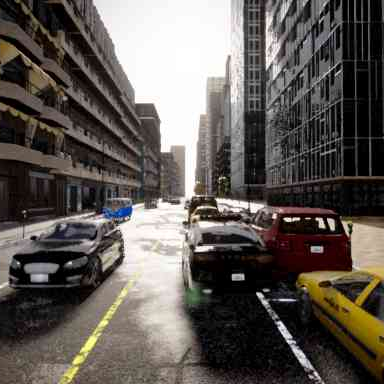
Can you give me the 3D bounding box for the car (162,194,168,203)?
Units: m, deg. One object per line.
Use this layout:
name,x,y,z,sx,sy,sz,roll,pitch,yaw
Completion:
car,-5.851,1.697,75.800,1.887,1.381,4.507,1,0,0

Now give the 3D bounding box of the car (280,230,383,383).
car,2.693,1.527,4.193,1.752,1.417,4.829,1,0,0

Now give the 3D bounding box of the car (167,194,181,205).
car,-3.142,1.585,62.843,1.882,1.535,5.008,0,0,0

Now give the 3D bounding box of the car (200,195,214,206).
car,2.570,1.412,59.251,2.192,1.841,5.009,1,0,0

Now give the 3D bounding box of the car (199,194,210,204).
car,2.544,1.447,70.297,2.192,1.841,5.009,1,0,0

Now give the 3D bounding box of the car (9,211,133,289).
car,-3.123,1.496,9.249,2.128,1.511,4.902,0,0,0

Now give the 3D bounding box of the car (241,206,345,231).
car,2.684,1.320,9.545,2.192,1.841,5.009,1,0,0

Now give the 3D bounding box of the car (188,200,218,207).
car,0.810,1.468,19.086,1.801,1.575,5.366,0,0,0

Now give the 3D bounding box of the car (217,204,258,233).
car,2.655,1.558,20.591,1.887,1.381,4.507,1,0,0

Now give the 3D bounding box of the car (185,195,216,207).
car,0.772,1.241,24.948,2.150,2.045,5.566,0,0,-1

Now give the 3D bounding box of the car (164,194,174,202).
car,-5.874,1.514,86.847,2.192,1.841,5.009,1,0,0

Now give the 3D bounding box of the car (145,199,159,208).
car,-5.789,1.648,48.186,1.802,1.307,4.206,1,0,0

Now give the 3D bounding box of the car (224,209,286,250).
car,2.668,1.574,15.067,1.947,1.339,4.313,1,0,0

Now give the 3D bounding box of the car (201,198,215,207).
car,2.579,1.647,53.727,1.947,1.339,4.313,1,0,0

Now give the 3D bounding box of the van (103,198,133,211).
van,-5.734,1.362,26.096,1.690,1.788,3.998,1,0,0

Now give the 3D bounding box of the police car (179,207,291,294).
police car,0.718,1.429,8.957,1.930,1.638,5.238,0,0,-4
